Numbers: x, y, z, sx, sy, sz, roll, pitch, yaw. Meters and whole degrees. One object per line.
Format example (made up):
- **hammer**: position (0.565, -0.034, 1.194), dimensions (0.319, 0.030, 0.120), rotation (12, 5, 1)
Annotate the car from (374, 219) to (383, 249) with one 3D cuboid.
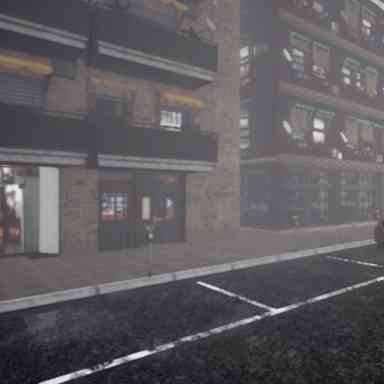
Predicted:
- **car**: position (9.246, 1.297, 13.151), dimensions (5.009, 1.841, 2.192), rotation (0, 0, -35)
